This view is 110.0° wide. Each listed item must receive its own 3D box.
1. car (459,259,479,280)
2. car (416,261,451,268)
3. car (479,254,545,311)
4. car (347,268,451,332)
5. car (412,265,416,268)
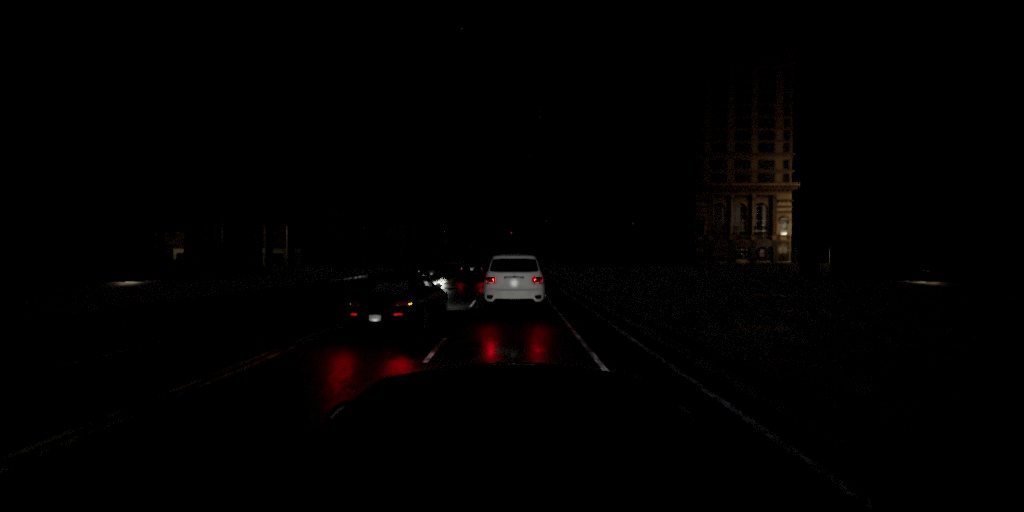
[{"bbox_3d":[-3.155,1.065,30.225,2.097,1.767,4.553,0,0,0],"label":"car"},{"bbox_3d":[-6.593,1.203,31.808,2.128,1.511,4.902,0,0,0],"label":"car"},{"bbox_3d":[0.100,0.947,14.434,2.150,2.045,5.566,0,0,1],"label":"car"},{"bbox_3d":[-3.168,1.256,10.607,1.812,1.442,4.674,0,0,0],"label":"car"},{"bbox_3d":[-9.828,1.255,40.568,2.033,1.411,5.357,0,0,0],"label":"car"}]
